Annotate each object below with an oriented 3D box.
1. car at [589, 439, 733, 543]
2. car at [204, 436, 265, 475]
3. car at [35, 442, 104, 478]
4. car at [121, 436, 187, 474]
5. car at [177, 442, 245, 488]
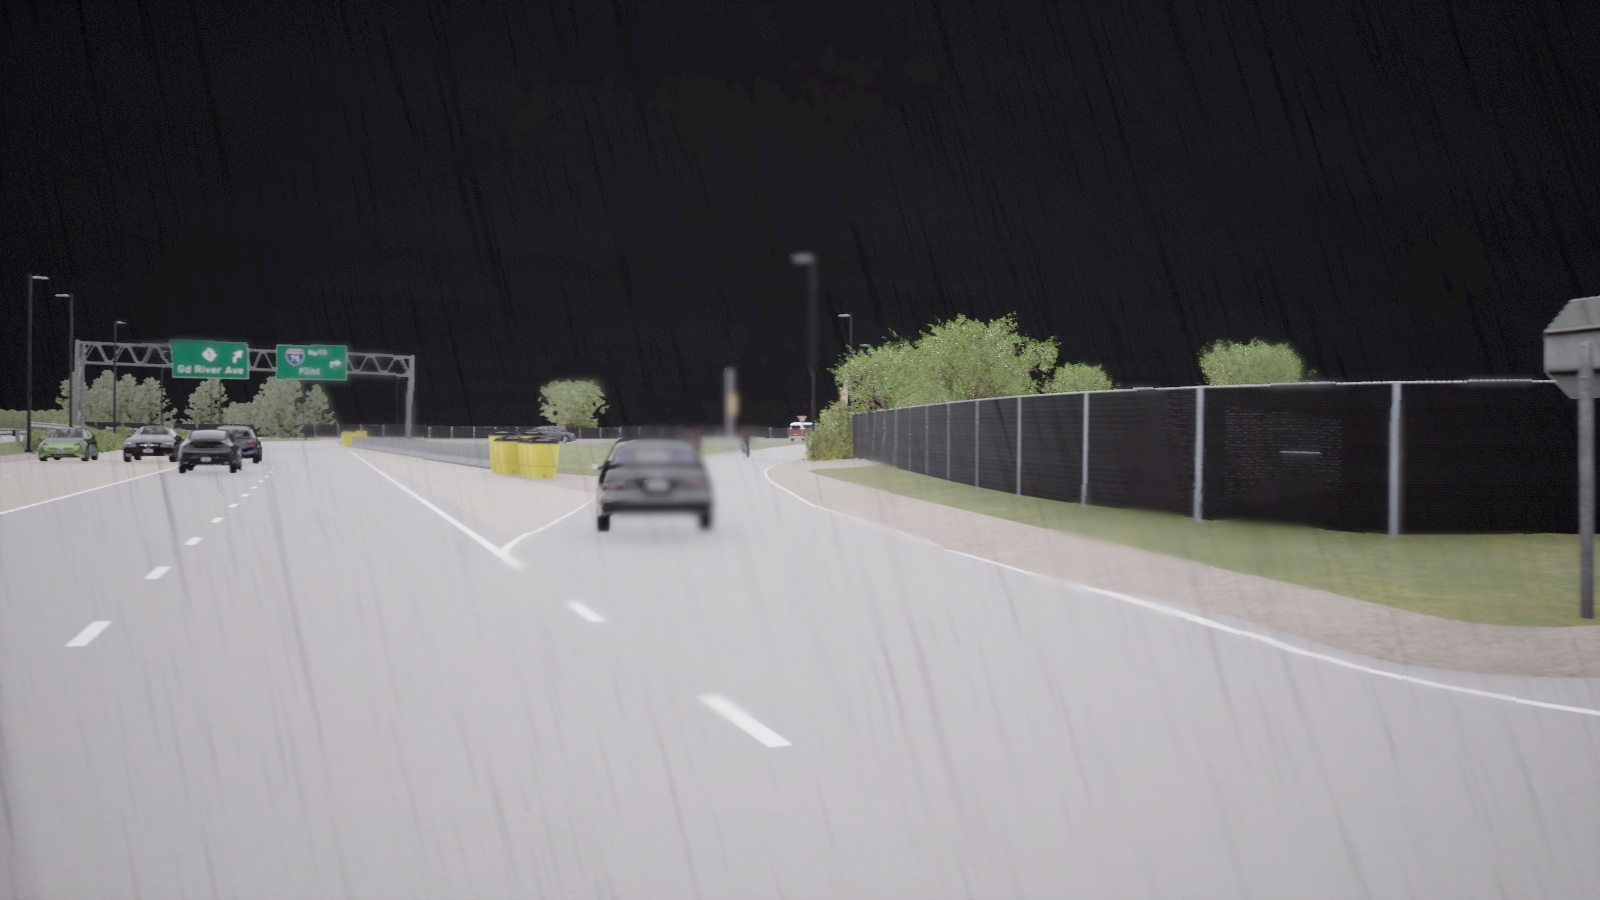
[{"bbox_3d":[-2.394,0.566,20.762,2.033,1.411,5.357,-1,1,-9],"label":"car"},{"bbox_3d":[-25.829,0.227,57.515,2.242,1.667,4.611,-1,1,-21],"label":"car"},{"bbox_3d":[-33.179,0.421,57.140,2.007,1.525,4.514,-1,1,-21],"label":"car"},{"bbox_3d":[-29.791,0.201,58.073,2.152,1.651,5.027,-1,1,-21],"label":"car"},{"bbox_3d":[-21.041,0.489,45.033,1.837,1.490,4.892,-1,1,-21],"label":"car"}]
